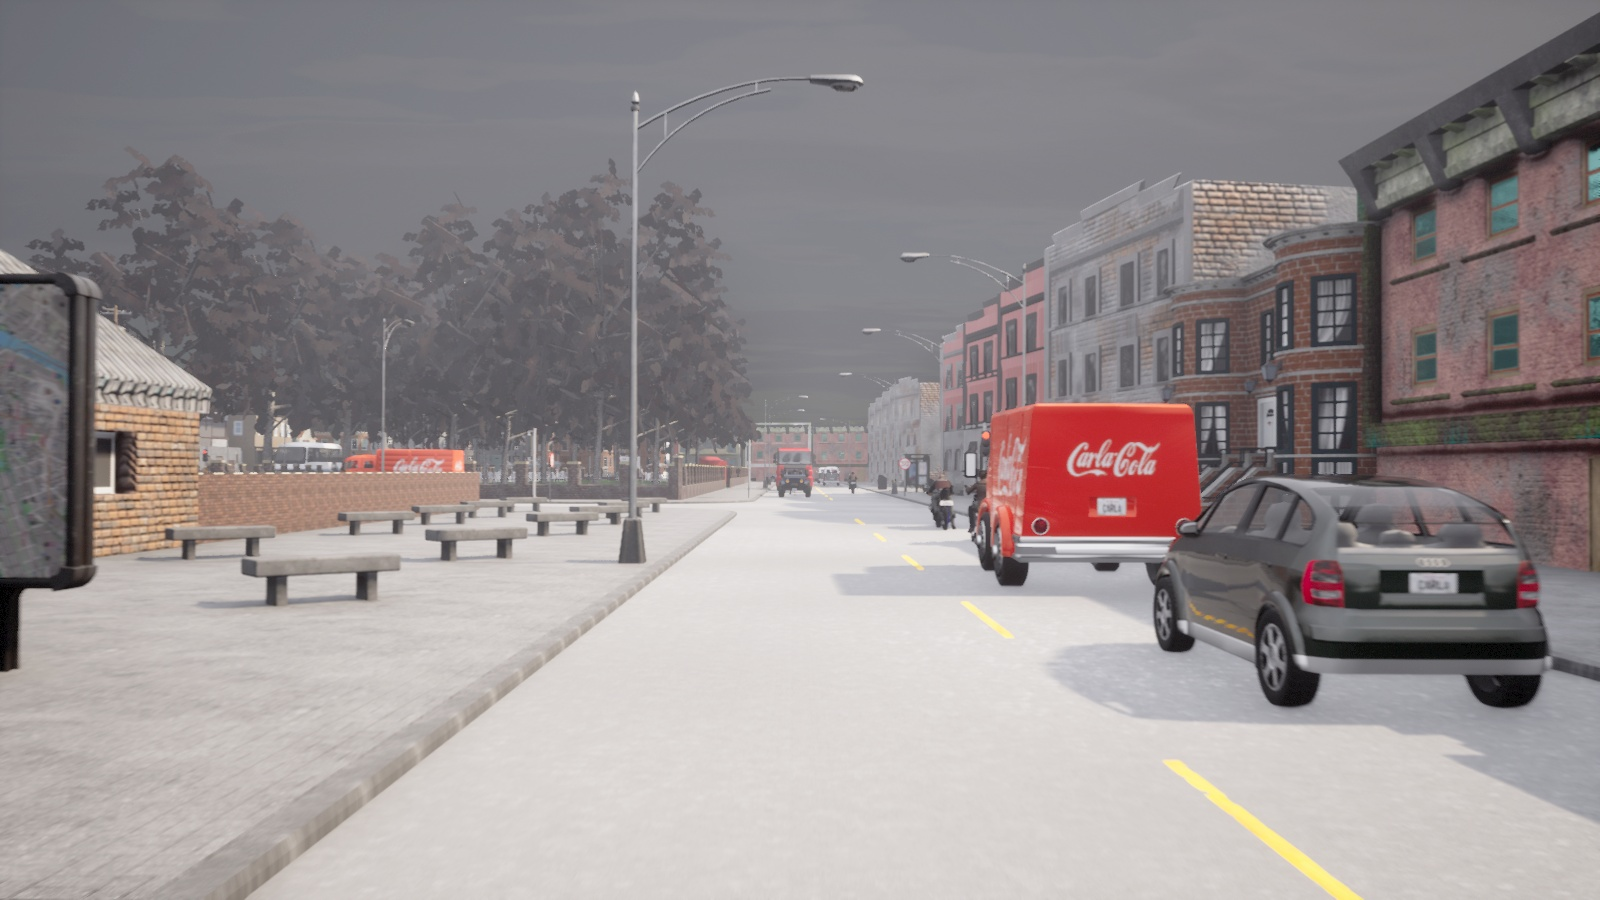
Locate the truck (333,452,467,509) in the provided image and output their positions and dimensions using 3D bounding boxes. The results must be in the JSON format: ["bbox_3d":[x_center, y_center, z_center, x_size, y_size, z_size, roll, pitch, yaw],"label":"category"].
[{"bbox_3d":[-17.863,1.342,56.328,5.204,2.467,2.627,0,-1,-1],"label":"truck"}]

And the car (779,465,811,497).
[{"bbox_3d":[-0.294,1.879,75.722,1.905,1.878,3.866,0,-1,0],"label":"car"}]

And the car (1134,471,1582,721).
[{"bbox_3d":[3.975,0.940,9.691,1.789,1.549,3.705,0,-1,0],"label":"car"}]

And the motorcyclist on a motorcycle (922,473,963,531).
[{"bbox_3d":[3.897,1.411,34.449,0.866,1.530,2.191,0,-1,0],"label":"motorcyclist on a motorcycle"}]

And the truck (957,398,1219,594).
[{"bbox_3d":[3.953,0.621,18.445,2.627,2.467,5.204,0,-1,0],"label":"truck"}]

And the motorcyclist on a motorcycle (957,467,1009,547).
[{"bbox_3d":[3.931,1.203,27.099,0.766,1.649,2.350,0,-1,0],"label":"motorcyclist on a motorcycle"}]
